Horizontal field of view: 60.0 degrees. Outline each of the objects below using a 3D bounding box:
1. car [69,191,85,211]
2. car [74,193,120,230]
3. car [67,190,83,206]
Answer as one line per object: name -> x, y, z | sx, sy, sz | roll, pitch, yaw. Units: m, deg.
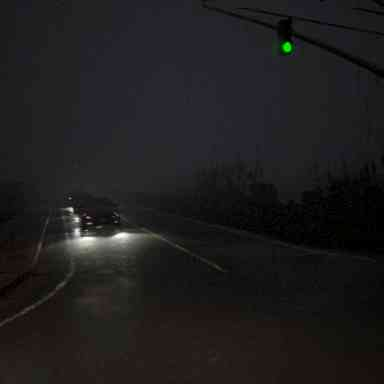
car -> -8.755, 0.905, 27.108 | 1.837, 1.490, 4.892 | -2, 2, -22
car -> -5.209, 1.046, 18.303 | 1.882, 1.535, 5.008 | -2, 2, -22
car -> -12.411, 0.580, 36.182 | 2.097, 1.767, 4.553 | -2, 2, -22
